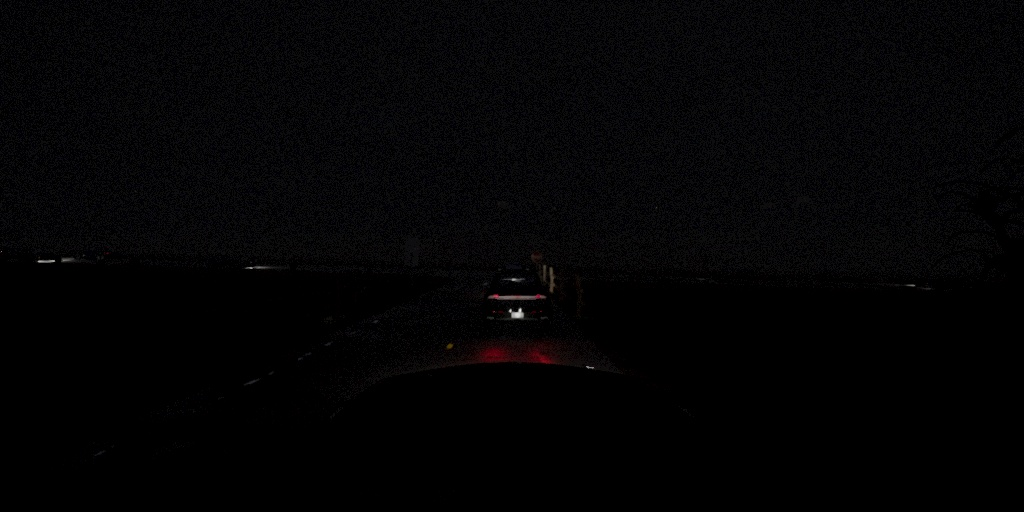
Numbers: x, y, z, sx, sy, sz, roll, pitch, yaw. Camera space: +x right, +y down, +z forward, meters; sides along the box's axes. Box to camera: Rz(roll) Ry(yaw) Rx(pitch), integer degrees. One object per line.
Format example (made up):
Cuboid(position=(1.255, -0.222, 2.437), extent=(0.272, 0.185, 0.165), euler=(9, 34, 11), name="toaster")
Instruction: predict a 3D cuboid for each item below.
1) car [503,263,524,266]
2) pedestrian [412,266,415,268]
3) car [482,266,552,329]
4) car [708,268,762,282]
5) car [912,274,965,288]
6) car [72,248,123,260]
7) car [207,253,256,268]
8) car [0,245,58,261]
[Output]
Cuboid(position=(0.105, 1.226, 23.739), extent=(2.128, 1.511, 4.902), euler=(0, 0, 0), name="car")
Cuboid(position=(-12.001, 0.527, 43.717), extent=(0.375, 1.860, 0.375), euler=(0, 1, 0), name="pedestrian")
Cuboid(position=(0.110, 1.231, 11.144), extent=(2.128, 1.511, 4.902), euler=(0, 0, -1), name="car")
Cuboid(position=(25.171, 2.043, 40.502), extent=(5.357, 1.411, 2.033), euler=(2, 3, 0), name="car")
Cuboid(position=(47.887, 2.722, 40.295), extent=(4.181, 1.385, 1.994), euler=(2, 3, 0), name="car")
Cuboid(position=(-47.151, -0.268, 40.836), extent=(4.181, 1.385, 1.994), euler=(2, 3, 0), name="car")
Cuboid(position=(-29.537, 0.429, 37.857), extent=(4.181, 1.385, 1.994), euler=(2, 3, 0), name="car")
Cuboid(position=(-51.224, -0.260, 38.063), extent=(4.181, 1.385, 1.994), euler=(2, 3, 0), name="car")
